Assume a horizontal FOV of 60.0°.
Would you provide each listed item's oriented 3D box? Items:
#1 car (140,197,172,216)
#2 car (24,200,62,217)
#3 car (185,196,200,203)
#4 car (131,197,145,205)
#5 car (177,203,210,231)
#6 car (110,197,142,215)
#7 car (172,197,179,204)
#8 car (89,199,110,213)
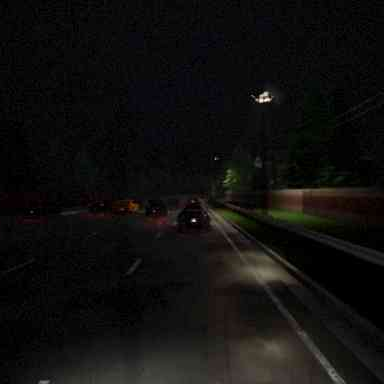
[{"bbox_3d":[-3.392,1.536,32.539,2.128,1.511,4.902,0,0,0],"label":"car"},{"bbox_3d":[-13.892,1.535,31.321,2.128,1.511,4.902,0,0,0],"label":"car"},{"bbox_3d":[0.111,1.418,48.906,2.097,1.767,4.553,0,0,0],"label":"car"},{"bbox_3d":[-10.385,1.651,63.990,1.994,1.385,4.181,0,0,0],"label":"car"},{"bbox_3d":[0.103,1.593,20.782,1.994,1.385,4.181,0,0,0],"label":"car"},{"bbox_3d":[-6.892,1.526,35.317,1.882,1.535,5.008,0,0,0],"label":"car"},{"bbox_3d":[-3.382,1.648,61.379,1.994,1.385,4.181,0,0,0],"label":"car"},{"bbox_3d":[-10.392,1.579,38.108,1.812,1.442,4.674,0,0,0],"label":"car"}]
